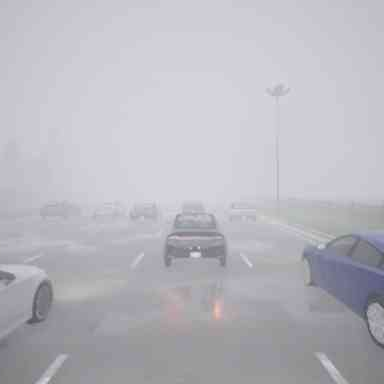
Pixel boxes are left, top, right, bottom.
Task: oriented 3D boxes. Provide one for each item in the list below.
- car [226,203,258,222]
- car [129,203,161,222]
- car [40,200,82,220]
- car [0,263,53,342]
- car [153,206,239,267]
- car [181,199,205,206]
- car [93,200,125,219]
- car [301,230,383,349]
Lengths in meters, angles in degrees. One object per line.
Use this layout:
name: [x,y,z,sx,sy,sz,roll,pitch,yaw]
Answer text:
car: [3.603,1.474,25.114,1.895,1.301,4.718,0,0,0]
car: [-3.397,1.475,25.116,1.895,1.301,4.718,0,0,0]
car: [-10.396,1.358,26.715,2.128,1.511,4.902,0,0,0]
car: [-3.417,1.504,4.093,1.812,1.442,4.674,0,1,0]
car: [0.100,1.434,11.220,2.128,1.511,4.902,0,0,0]
car: [0.105,1.335,28.263,1.882,1.535,5.008,0,0,0]
car: [-6.895,1.387,27.712,1.812,1.442,4.674,0,0,0]
car: [3.592,1.446,6.171,1.882,1.535,5.008,0,0,0]
